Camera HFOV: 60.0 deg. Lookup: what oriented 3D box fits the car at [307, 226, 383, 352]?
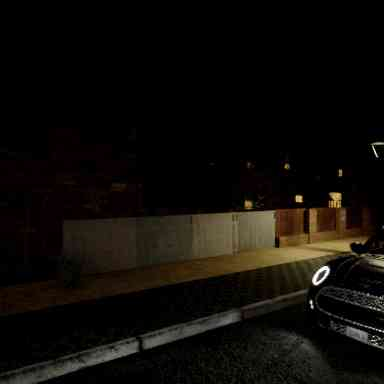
[{"bbox_3d":[4.086,1.359,5.866,4.553,1.767,2.097,0,0,-36],"label":"car"}]
